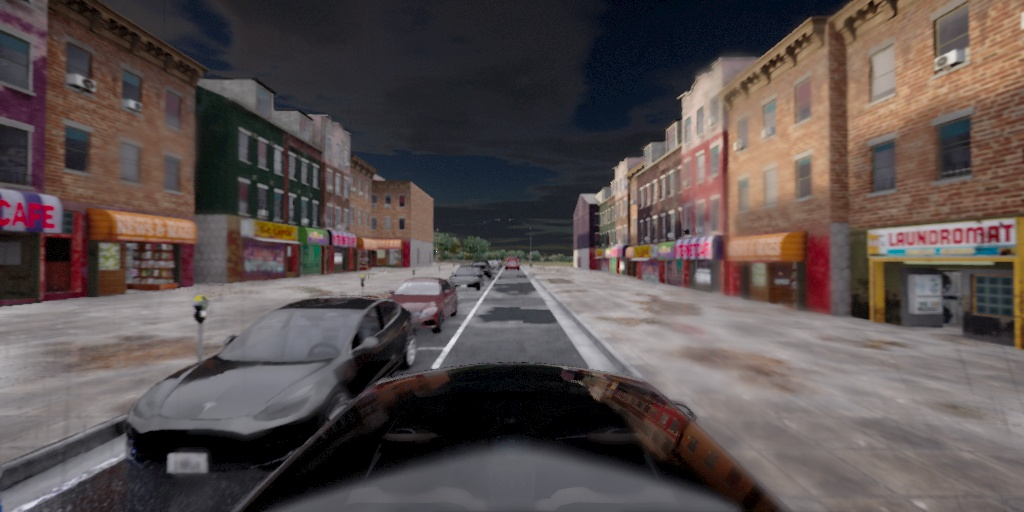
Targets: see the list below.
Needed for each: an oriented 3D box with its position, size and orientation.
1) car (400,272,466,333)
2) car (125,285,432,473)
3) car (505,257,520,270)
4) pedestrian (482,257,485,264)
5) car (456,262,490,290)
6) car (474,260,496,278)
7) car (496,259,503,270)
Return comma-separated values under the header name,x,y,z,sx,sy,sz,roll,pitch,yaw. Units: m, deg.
name,x,y,z,sx,sy,sz,roll,pitch,yaw
car,-2.630,1.301,10.631,1.802,1.307,4.207,0,0,0
car,-2.634,1.307,5.089,1.948,1.339,4.313,0,0,0
car,0.076,1.248,50.393,1.994,1.385,4.181,0,0,1
pedestrian,-2.726,0.956,35.010,0.375,1.860,0.375,-1,-1,0
car,-2.622,1.246,21.707,1.948,1.339,4.313,0,0,0
car,-2.728,1.170,32.053,1.837,1.490,4.892,0,0,0
car,-2.603,1.231,49.401,2.007,1.370,4.403,0,0,0
